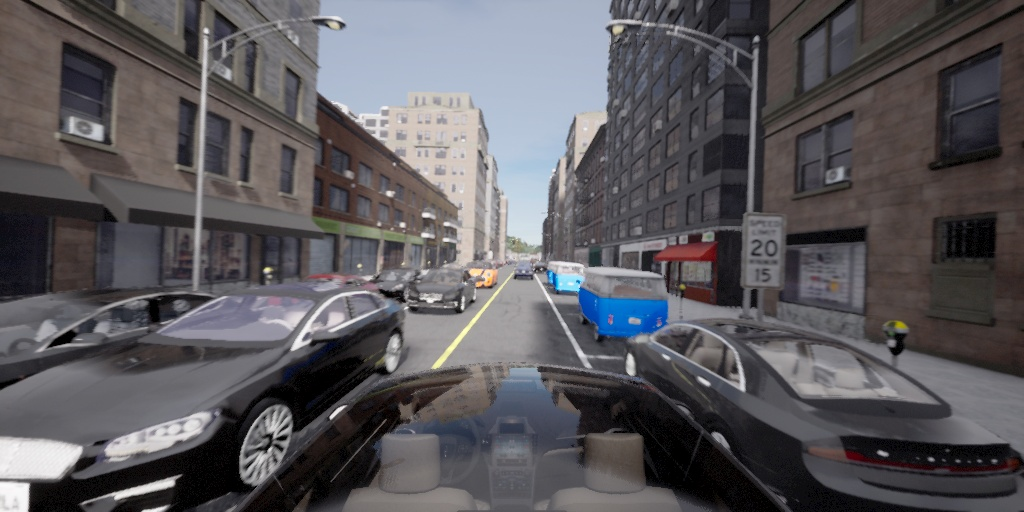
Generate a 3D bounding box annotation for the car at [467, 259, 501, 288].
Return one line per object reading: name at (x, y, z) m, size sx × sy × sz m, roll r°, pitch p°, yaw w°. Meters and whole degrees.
car at (-2.128, 1.103, 23.725) m, size 2.097 × 1.767 × 4.553 m, roll 2°, pitch 0°, yaw 2°

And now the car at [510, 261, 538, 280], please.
car at (1.161, 1.465, 34.526) m, size 2.033 × 1.411 × 5.357 m, roll 2°, pitch 0°, yaw 3°

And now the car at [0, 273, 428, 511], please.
car at (-2.864, 1.141, 4.520) m, size 2.128 × 1.511 × 4.902 m, roll 2°, pitch 0°, yaw 2°

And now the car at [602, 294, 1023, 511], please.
car at (2.585, 1.410, 4.211) m, size 2.007 × 1.370 × 4.403 m, roll 0°, pitch 0°, yaw 2°

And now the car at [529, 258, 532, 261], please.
car at (1.778, 1.477, 50.714) m, size 1.882 × 1.535 × 5.008 m, roll 2°, pitch 0°, yaw 2°

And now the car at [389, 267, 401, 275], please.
car at (-5.004, 1.176, 15.870) m, size 1.948 × 1.339 × 4.313 m, roll 0°, pitch 0°, yaw 2°

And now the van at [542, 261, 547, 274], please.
van at (3.434, 1.319, 26.925) m, size 1.690 × 1.789 × 3.998 m, roll 0°, pitch 0°, yaw 2°

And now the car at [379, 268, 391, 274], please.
car at (-5.216, 1.163, 10.191) m, size 1.802 × 1.307 × 4.207 m, roll 0°, pitch 0°, yaw 2°

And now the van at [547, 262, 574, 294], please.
van at (3.222, 1.290, 21.246) m, size 1.690 × 1.789 × 3.998 m, roll 0°, pitch 0°, yaw 2°

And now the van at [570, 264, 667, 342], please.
van at (2.797, 1.231, 9.890) m, size 1.690 × 1.789 × 3.998 m, roll 0°, pitch 0°, yaw 2°

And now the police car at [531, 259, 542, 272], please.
police car at (3.868, 1.497, 48.271) m, size 1.930 × 1.638 × 5.238 m, roll 2°, pitch 0°, yaw 2°

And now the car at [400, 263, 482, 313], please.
car at (-2.510, 1.204, 13.888) m, size 1.837 × 1.490 × 4.892 m, roll 2°, pitch 0°, yaw 2°
